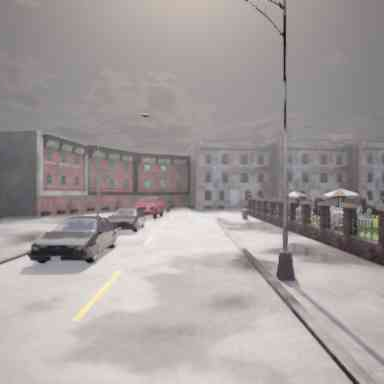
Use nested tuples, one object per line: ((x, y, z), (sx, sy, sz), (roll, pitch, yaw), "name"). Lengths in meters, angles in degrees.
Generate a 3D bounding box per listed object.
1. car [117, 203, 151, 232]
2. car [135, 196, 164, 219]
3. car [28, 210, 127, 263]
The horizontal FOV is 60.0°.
((-4.125, 1.697, 21.434), (2.033, 1.411, 5.357), (0, 0, -1), "car")
((-4.132, 1.446, 32.150), (2.150, 2.045, 5.566), (0, 0, 5), "car")
((-4.098, 1.636, 12.601), (2.033, 1.411, 5.357), (0, 0, -1), "car")
